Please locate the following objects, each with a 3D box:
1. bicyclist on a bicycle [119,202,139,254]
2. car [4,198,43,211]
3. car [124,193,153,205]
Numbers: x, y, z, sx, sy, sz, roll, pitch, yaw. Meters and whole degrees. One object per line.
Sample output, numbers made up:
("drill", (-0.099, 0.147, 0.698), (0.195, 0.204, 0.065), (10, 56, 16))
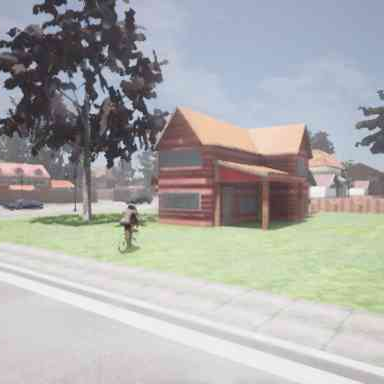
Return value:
("bicyclist on a bicycle", (-2.226, 1.284, 11.758), (0.582, 1.620, 1.656), (0, 1, 13))
("car", (-20.088, 1.464, 39.770), (1.994, 1.385, 4.181), (0, 0, 35))
("car", (-8.876, 1.140, 55.658), (2.150, 2.045, 5.566), (0, 0, 35))
